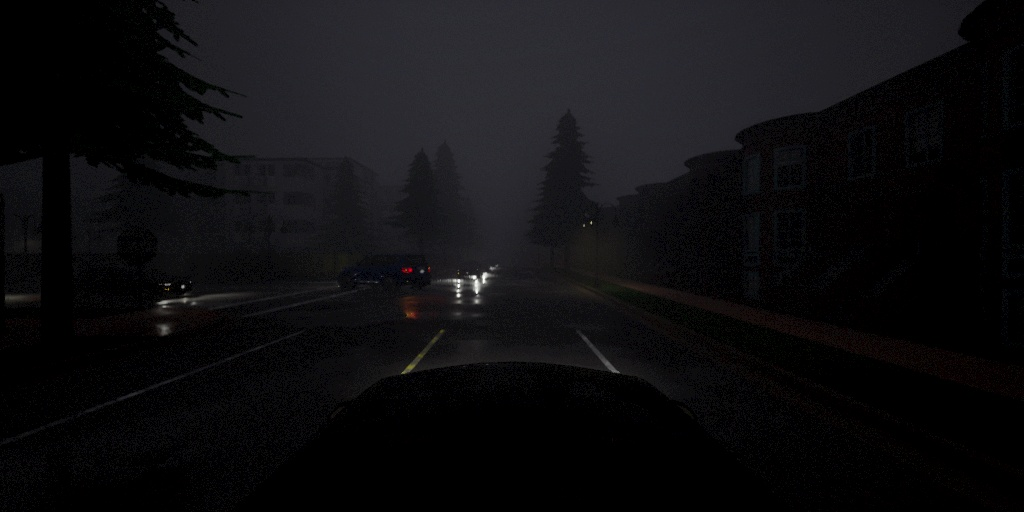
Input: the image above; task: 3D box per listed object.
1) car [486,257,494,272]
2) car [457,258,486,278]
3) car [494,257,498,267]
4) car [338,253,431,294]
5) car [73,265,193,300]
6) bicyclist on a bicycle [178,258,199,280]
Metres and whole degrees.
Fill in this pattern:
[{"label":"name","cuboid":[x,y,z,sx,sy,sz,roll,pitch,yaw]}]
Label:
[{"label":"car","cuboid":[-3.589,1.023,41.424,2.128,1.511,4.902,0,0,0]},{"label":"car","cuboid":[-3.591,1.092,31.260,1.837,1.490,4.892,0,0,0]},{"label":"car","cuboid":[-3.566,1.021,54.862,1.994,1.385,4.181,0,0,0]},{"label":"car","cuboid":[-7.018,0.888,19.694,5.566,2.045,2.150,0,-1,28]},{"label":"car","cuboid":[-17.822,1.194,16.787,4.892,1.490,1.837,0,0,0]},{"label":"bicyclist on a bicycle","cuboid":[-23.267,0.940,25.797,0.582,1.620,1.656,0,1,0]}]
